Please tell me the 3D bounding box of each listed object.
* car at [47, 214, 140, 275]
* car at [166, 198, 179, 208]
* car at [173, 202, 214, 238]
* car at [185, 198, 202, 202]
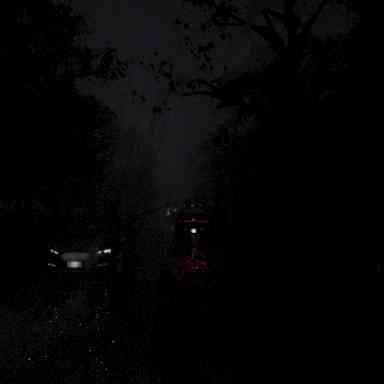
[{"bbox_3d":[-2.860,1.504,10.546,2.128,1.511,4.902,0,0,0],"label":"car"},{"bbox_3d":[-3.021,1.671,51.691,2.128,1.511,4.902,0,-1,0],"label":"car"},{"bbox_3d":[0.075,1.525,17.646,1.837,1.490,4.892,0,0,0],"label":"car"},{"bbox_3d":[0.015,1.391,34.811,2.097,1.767,4.553,0,0,0],"label":"car"}]
